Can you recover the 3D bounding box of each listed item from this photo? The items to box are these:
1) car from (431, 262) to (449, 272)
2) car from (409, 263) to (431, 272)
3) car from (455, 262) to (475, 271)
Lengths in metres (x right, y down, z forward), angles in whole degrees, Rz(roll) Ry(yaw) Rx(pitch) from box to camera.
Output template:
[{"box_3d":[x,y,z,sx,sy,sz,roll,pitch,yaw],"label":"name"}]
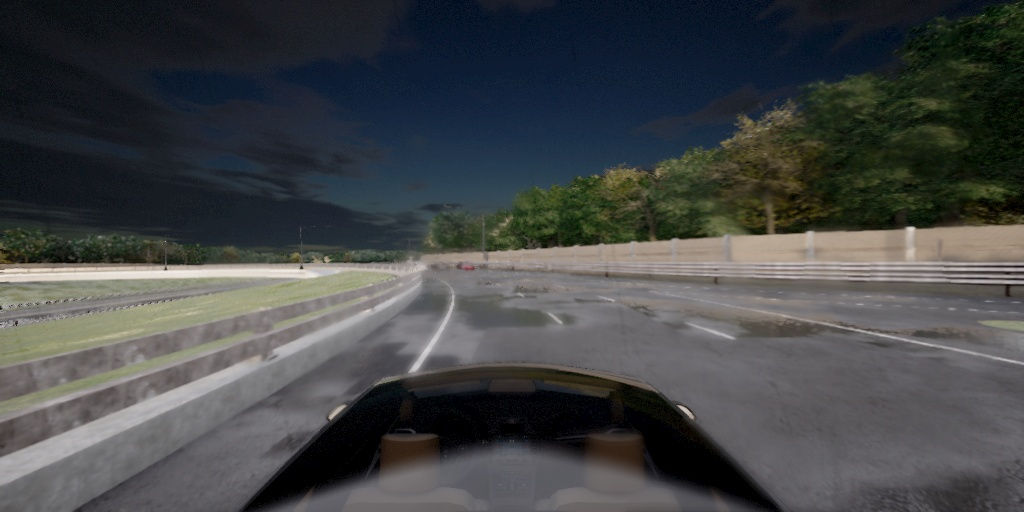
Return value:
[{"box_3d":[-11.409,1.668,56.546,2.128,1.511,4.902,-1,0,-30],"label":"car"},{"box_3d":[-14.261,1.749,54.577,1.812,1.442,4.674,-1,0,-31],"label":"car"},{"box_3d":[-7.535,1.666,56.829,1.994,1.385,4.181,-1,0,-30],"label":"car"}]
